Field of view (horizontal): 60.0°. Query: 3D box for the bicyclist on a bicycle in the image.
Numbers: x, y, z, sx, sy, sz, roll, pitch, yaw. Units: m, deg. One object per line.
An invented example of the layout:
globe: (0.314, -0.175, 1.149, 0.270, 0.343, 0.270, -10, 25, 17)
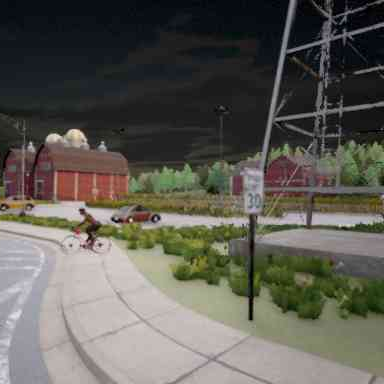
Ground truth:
bicyclist on a bicycle: (-3.625, 1.360, 11.398, 1.656, 1.620, 0.582, 1, -1, -16)

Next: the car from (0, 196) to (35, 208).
car: (-21.500, 1.370, 40.270, 1.932, 1.855, 4.605, 0, -1, 41)

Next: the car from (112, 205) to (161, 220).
car: (-4.285, 1.708, 25.816, 1.784, 1.438, 3.905, 0, -1, 41)
